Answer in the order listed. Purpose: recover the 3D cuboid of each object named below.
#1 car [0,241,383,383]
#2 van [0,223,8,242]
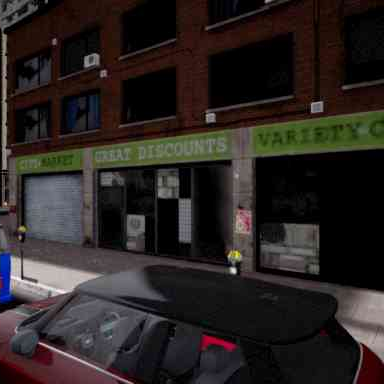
[{"bbox_3d":[-0.490,1.440,3.075,4.097,1.590,1.967,0,0,35],"label":"car"},{"bbox_3d":[-5.123,1.343,6.379,3.998,1.788,1.690,0,0,35],"label":"van"}]
